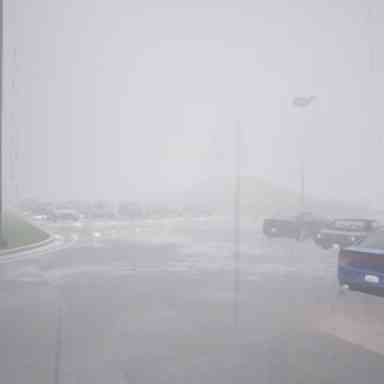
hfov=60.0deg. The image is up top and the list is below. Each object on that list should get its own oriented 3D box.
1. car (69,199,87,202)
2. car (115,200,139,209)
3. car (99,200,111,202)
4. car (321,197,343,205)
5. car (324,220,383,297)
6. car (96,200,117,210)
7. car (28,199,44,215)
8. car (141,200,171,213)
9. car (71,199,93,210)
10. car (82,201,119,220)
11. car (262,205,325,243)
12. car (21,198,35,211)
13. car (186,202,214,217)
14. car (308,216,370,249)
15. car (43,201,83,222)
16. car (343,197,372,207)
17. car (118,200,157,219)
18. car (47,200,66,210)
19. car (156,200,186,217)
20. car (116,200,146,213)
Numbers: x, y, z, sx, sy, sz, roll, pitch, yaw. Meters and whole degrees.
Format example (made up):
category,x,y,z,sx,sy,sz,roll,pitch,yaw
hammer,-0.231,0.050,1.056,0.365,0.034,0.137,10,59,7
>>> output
category,x,y,z,sx,sy,sz,roll,pitch,yaw
car,-14.388,1.792,40.029,1.837,1.490,4.892,1,-1,-32
car,-10.501,1.990,53.614,2.033,1.411,5.357,1,-1,-33
car,-11.201,1.827,41.544,1.837,1.490,4.892,1,-1,-32
car,31.504,2.148,74.695,2.150,2.045,5.566,1,-1,-21
car,5.490,1.592,8.140,5.008,1.535,1.882,1,-1,-39
car,-13.196,1.966,51.291,1.994,1.385,4.181,1,-1,-32
car,-16.423,1.806,36.704,1.994,1.385,4.181,1,-1,-33
car,-4.883,1.886,44.685,2.128,1.511,4.902,1,-1,-32
car,-16.661,1.846,50.179,1.882,1.535,5.008,1,-1,-32
car,-8.827,1.841,31.307,1.895,1.301,4.718,1,-1,-33
car,5.765,1.684,17.562,5.008,1.535,1.882,1,0,-41
car,-21.803,1.639,45.162,2.097,1.767,4.553,1,-1,-32
car,0.485,1.854,36.243,1.837,1.490,4.892,1,-1,-33
car,7.134,1.783,14.061,4.718,1.301,1.895,1,-1,-41
car,-11.047,1.723,28.286,1.812,1.442,4.674,1,-1,-33
car,35.940,2.147,71.507,2.150,2.045,5.566,1,-1,-14
car,-5.767,1.769,33.021,2.128,1.511,4.902,1,-1,-33
car,-19.912,1.934,48.752,1.895,1.301,4.718,1,-1,-32
car,-2.867,1.841,35.002,1.812,1.442,4.674,1,-1,-33
car,-7.901,1.849,42.893,2.128,1.511,4.902,1,-1,-32
